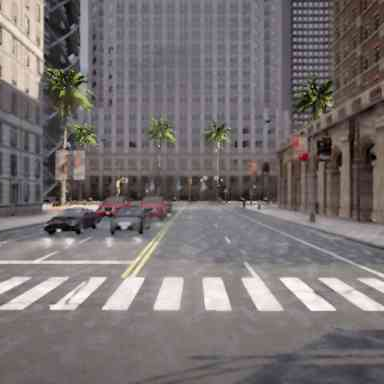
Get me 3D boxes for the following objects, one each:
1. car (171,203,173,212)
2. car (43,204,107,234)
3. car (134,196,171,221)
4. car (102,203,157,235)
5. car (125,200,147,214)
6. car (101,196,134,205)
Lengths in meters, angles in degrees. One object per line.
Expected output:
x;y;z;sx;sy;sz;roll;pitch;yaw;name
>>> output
-3.353;1.772;40.651;2.128;1.511;4.902;0;0;1;car
-7.095;1.688;20.389;2.033;1.411;5.357;0;0;0;car
-3.498;1.430;30.244;2.150;2.045;5.566;0;0;1;car
-3.590;1.631;20.096;2.128;1.511;4.902;0;0;0;car
-6.849;1.788;41.101;1.837;1.490;4.892;0;0;1;car
-6.988;1.433;30.642;2.150;2.045;5.566;0;0;1;car
